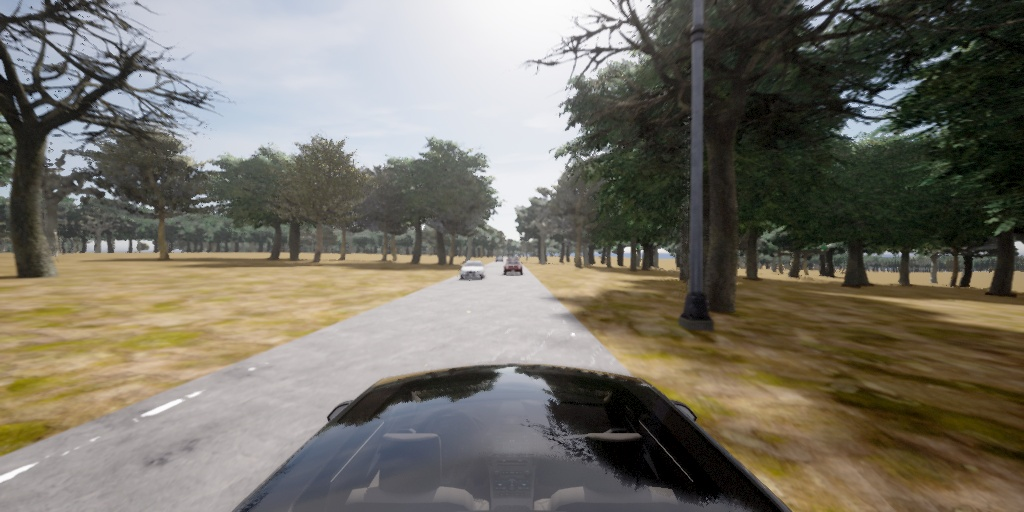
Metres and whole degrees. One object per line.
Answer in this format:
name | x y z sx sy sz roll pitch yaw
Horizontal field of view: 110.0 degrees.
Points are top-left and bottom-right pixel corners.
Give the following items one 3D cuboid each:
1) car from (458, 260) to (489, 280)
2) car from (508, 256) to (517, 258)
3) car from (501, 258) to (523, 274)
car | -3.078 1.097 29.121 1.812 1.442 4.674 0 0 0
car | 0.135 0.814 53.441 2.097 1.767 4.553 0 1 0
car | 0.128 1.144 36.801 1.895 1.301 4.718 0 0 0
